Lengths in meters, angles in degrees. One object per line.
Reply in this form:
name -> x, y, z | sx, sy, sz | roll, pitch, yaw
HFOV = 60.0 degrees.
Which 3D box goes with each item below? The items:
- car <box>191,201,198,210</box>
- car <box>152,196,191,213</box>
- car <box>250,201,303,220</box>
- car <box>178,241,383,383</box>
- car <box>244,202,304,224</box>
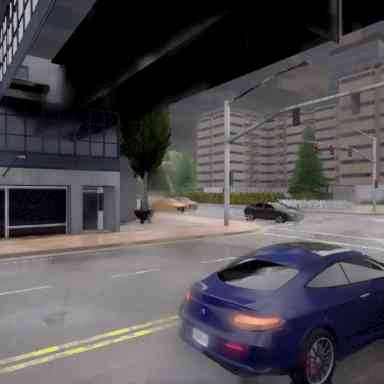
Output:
car -> -1.239, 1.352, 40.879 | 2.097, 1.767, 4.553 | 0, 0, -36
car -> -2.548, 1.477, 36.711 | 1.882, 1.535, 5.008 | 0, 0, -36
car -> 7.315, 1.564, 29.209 | 1.994, 1.385, 4.181 | 0, 0, -38
car -> 1.980, 1.526, 5.210 | 4.674, 1.442, 1.812 | 0, 0, -35
car -> 6.024, 1.505, 24.908 | 1.837, 1.490, 4.892 | 0, 0, -36
